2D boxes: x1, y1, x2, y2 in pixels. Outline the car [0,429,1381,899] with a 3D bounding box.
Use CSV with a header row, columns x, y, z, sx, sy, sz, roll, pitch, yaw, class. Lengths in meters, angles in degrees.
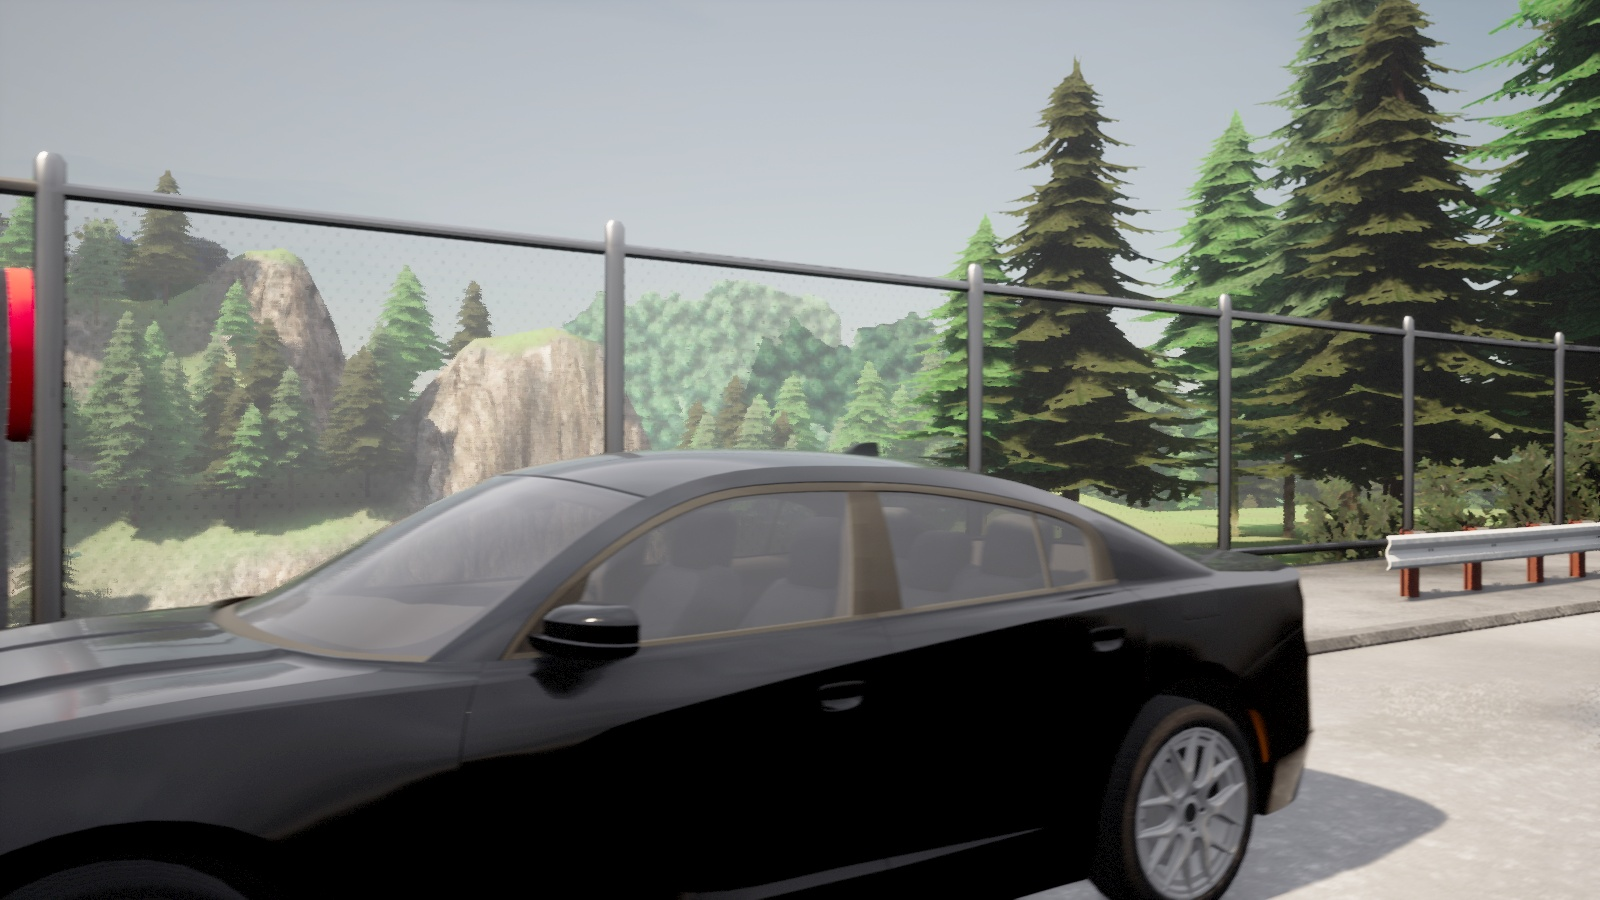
x,y,z,sx,sy,sz,roll,pitch,yaw,class
-0.466,0.736,3.942,5.008,1.535,1.882,0,0,-35,car
